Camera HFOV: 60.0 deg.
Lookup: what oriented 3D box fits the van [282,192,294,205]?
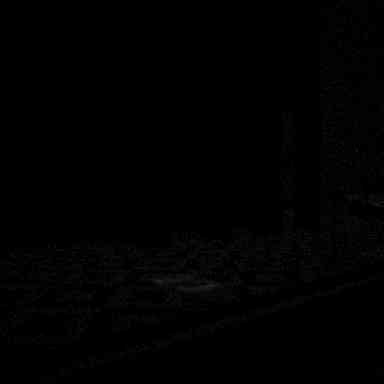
[{"bbox_3d":[12.282,0.930,46.588,1.690,1.788,3.998,1,0,-36],"label":"van"}]

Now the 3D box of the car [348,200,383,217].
[{"bbox_3d":[14.846,1.367,28.314,2.008,1.369,4.403,1,0,-36],"label":"car"}]

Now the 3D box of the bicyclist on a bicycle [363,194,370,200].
[{"bbox_3d":[20.870,1.030,39.644,1.656,1.620,0.582,0,1,-36],"label":"bicyclist on a bicycle"}]
